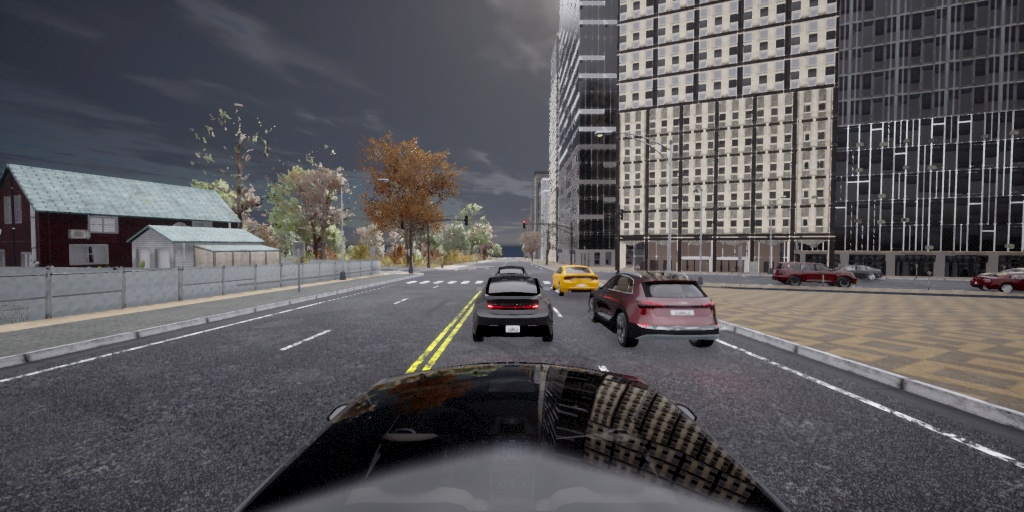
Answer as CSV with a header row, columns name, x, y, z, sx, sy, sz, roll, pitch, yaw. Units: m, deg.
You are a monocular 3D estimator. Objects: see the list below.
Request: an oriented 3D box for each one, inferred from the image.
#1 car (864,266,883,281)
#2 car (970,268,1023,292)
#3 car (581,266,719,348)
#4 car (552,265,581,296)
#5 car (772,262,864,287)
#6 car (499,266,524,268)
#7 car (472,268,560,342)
name,x,y,z,sx,sy,sz,roll,pitch,yaw
car,30.988,1.468,32.952,4.403,1.370,2.007,0,0,20
car,33.619,1.715,23.611,4.507,1.381,1.888,0,0,20
car,3.335,1.177,9.272,2.033,1.649,4.856,0,0,0
car,3.283,1.224,19.263,1.882,1.535,5.008,0,0,0
car,22.965,1.393,27.489,5.009,1.841,2.192,0,0,20
car,-0.031,1.251,18.450,1.837,1.490,4.892,0,0,0
car,0.030,1.252,9.783,1.837,1.490,4.892,0,0,0
